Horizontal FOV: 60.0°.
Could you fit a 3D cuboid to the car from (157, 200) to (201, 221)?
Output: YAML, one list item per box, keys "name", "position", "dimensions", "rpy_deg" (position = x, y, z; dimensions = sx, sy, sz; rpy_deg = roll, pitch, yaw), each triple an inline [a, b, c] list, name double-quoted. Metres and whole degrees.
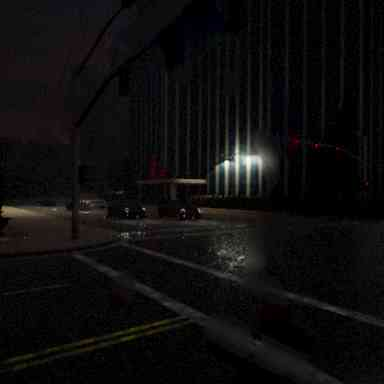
- name: "car"
  position: [-1.176, 1.516, 28.839]
  dimensions: [2.097, 1.767, 4.553]
  rpy_deg: [1, 0, -36]

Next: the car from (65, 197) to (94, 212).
- name: "car"
  position: [-14.109, 1.693, 40.897]
  dimensions: [1.994, 1.385, 4.181]
  rpy_deg: [1, 0, -36]

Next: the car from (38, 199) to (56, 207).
- name: "car"
  position: [-23.405, 1.731, 53.730]
  dimensions: [1.895, 1.301, 4.718]
  rpy_deg: [1, 0, -36]

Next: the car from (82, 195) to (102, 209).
- name: "car"
  position: [-13.843, 1.385, 46.354]
  dimensions: [2.150, 2.045, 5.566]
  rpy_deg: [1, 0, -36]

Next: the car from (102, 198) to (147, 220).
- name: "car"
  position: [-5.803, 1.480, 29.259]
  dimensions: [2.097, 1.767, 4.553]
  rpy_deg: [1, 0, -36]
